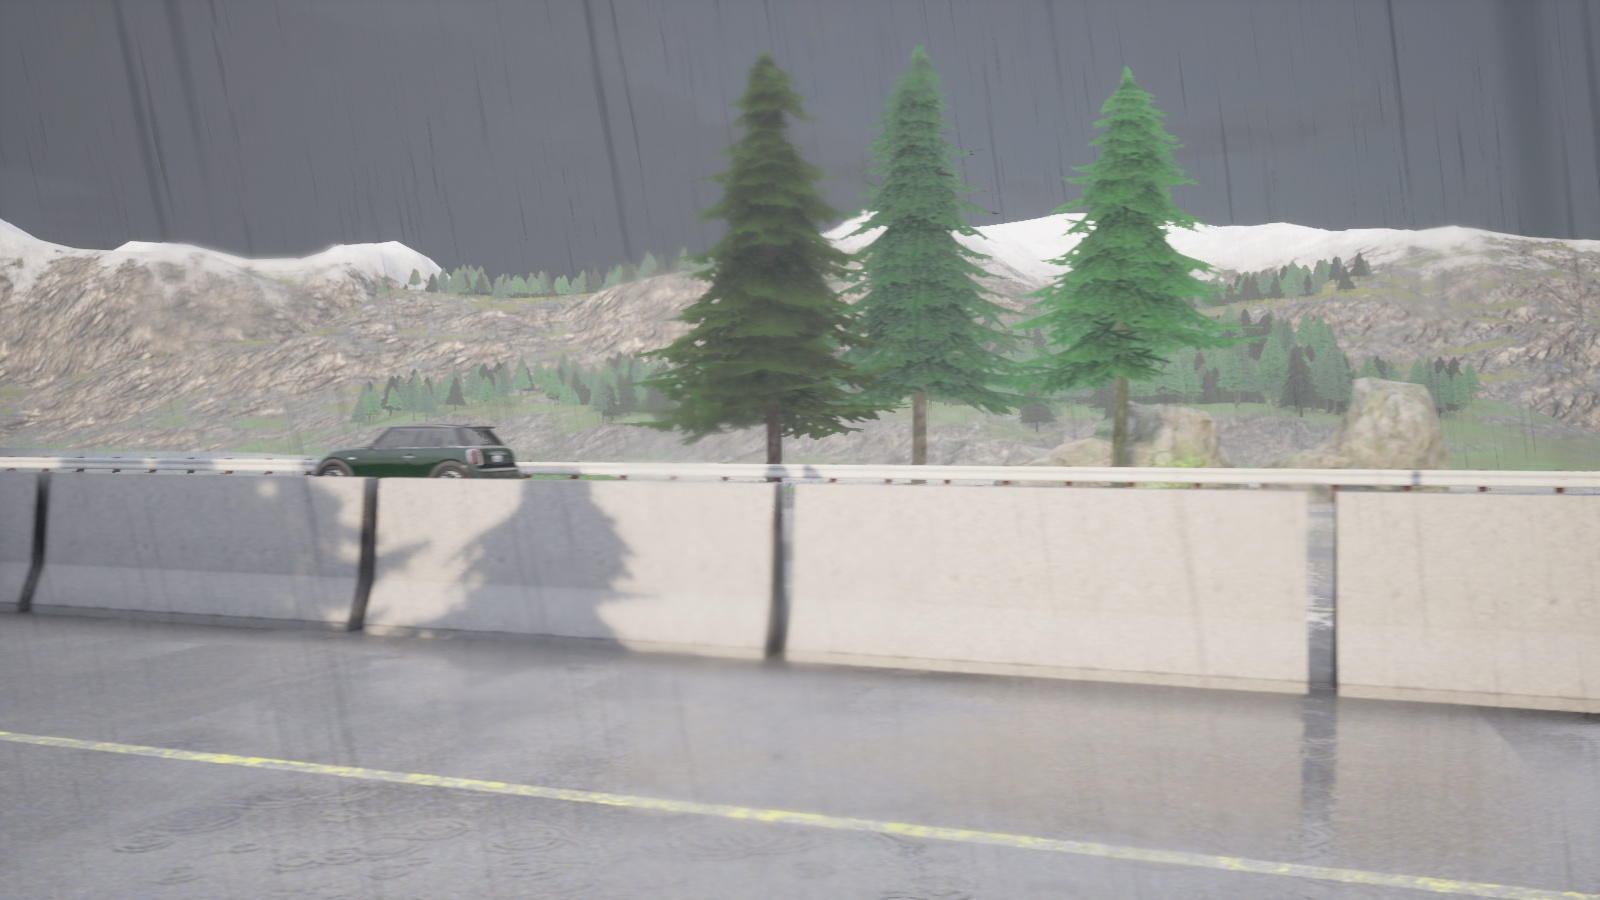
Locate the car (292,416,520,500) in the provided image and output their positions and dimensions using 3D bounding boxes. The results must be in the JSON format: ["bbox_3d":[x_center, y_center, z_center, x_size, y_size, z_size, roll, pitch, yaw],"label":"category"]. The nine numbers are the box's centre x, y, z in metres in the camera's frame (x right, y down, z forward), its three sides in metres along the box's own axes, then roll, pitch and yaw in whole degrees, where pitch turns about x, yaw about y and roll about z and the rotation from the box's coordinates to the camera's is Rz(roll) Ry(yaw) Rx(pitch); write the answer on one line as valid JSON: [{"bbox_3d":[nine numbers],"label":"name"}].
[{"bbox_3d":[-8.865,0.139,28.347,4.553,1.767,2.097,1,1,19],"label":"car"}]
